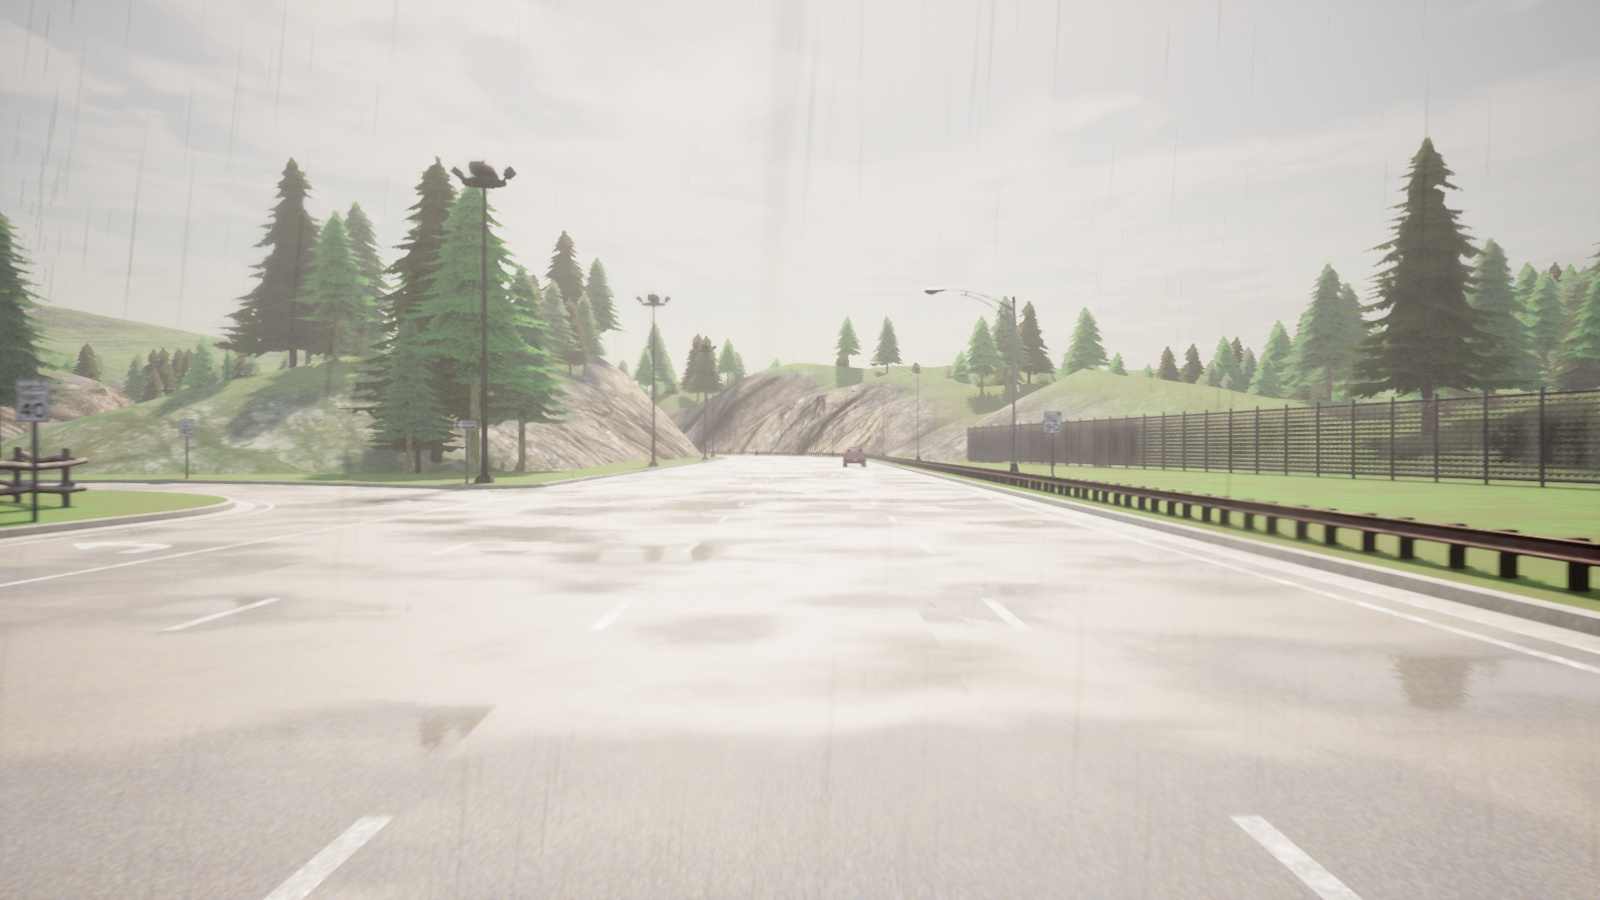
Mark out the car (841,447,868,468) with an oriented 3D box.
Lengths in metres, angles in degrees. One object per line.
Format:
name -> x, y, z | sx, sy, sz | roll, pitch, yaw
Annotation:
car -> 4.056, 0.539, 93.998 | 1.845, 1.501, 3.633 | 0, 0, 0
